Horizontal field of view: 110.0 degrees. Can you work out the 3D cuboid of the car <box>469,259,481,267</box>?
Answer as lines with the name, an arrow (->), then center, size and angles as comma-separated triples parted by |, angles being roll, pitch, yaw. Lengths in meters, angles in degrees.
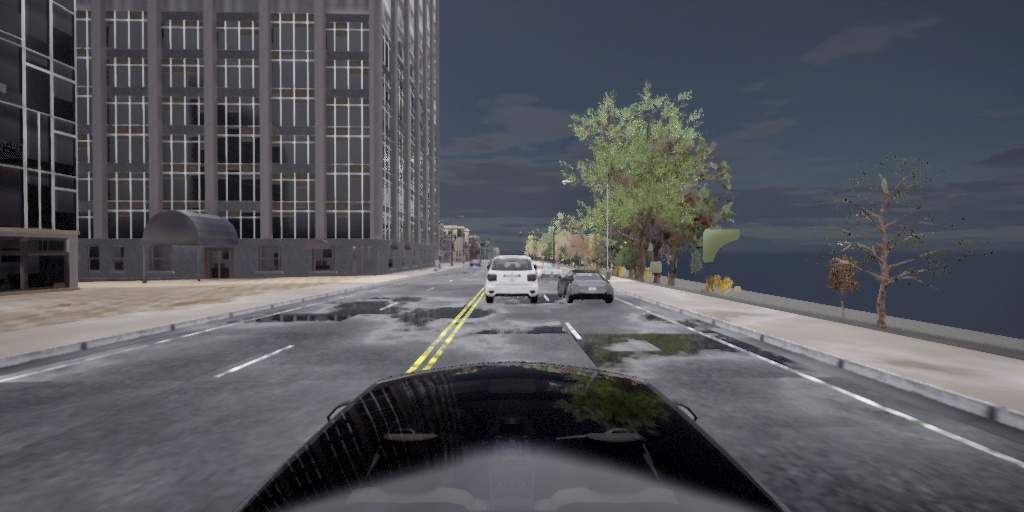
car -> -6.501, 1.253, 64.475 | 1.882, 1.535, 5.008 | 0, 0, 0

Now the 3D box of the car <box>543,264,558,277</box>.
car -> 3.250, 1.359, 31.533 | 1.895, 1.301, 4.718 | 0, 0, 0

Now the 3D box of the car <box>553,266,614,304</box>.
car -> 3.250, 1.318, 16.502 | 1.994, 1.385, 4.181 | 0, 0, 0

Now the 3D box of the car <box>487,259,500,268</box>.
car -> -3.250, 1.260, 64.474 | 2.128, 1.511, 4.902 | 0, 0, 0

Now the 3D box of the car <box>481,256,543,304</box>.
car -> 0.000, 1.003, 16.531 | 2.150, 2.045, 5.566 | 0, 0, 0
